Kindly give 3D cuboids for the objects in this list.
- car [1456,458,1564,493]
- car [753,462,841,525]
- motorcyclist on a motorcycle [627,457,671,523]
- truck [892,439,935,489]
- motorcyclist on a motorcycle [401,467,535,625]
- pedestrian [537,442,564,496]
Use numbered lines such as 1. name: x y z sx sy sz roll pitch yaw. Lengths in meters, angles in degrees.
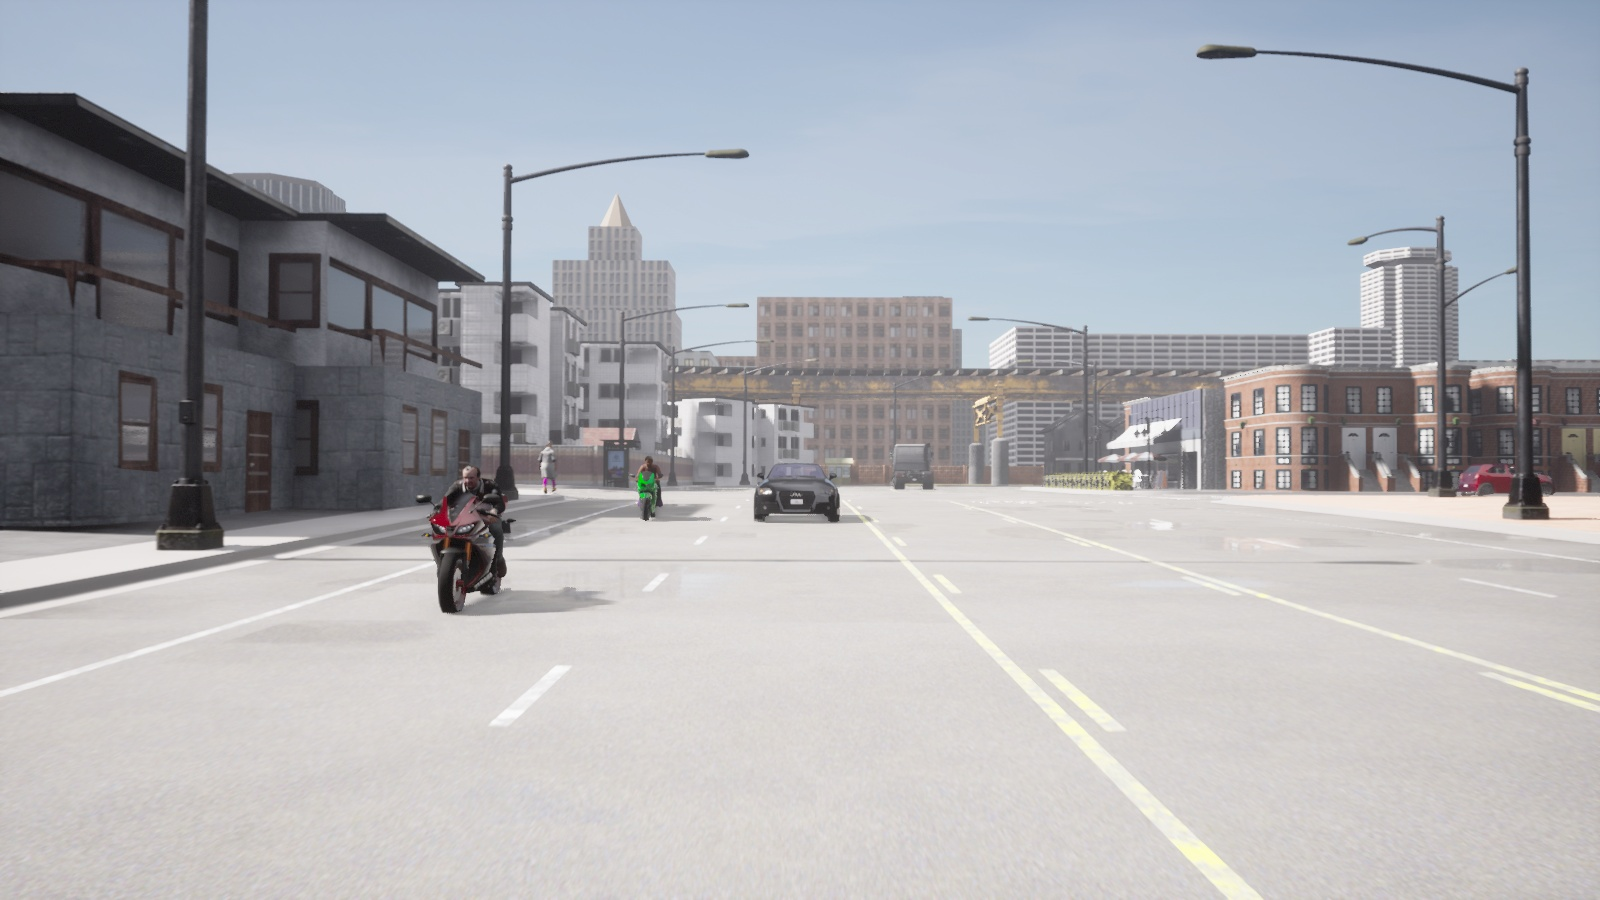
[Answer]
1. car: 30.944 1.116 54.815 3.633 1.501 1.845 0 -1 1
2. car: -0.070 0.994 30.415 1.994 1.385 4.181 0 0 0
3. motorcyclist on a motorcycle: -3.569 0.923 29.840 0.797 1.523 2.044 0 0 0
4. truck: 8.286 1.070 92.238 2.891 3.462 7.936 0 -1 3
5. motorcyclist on a motorcycle: -3.531 0.970 13.587 0.866 1.530 2.191 0 0 0
6. pedestrian: -9.154 0.709 46.072 0.659 1.952 0.873 -1 -1 15
